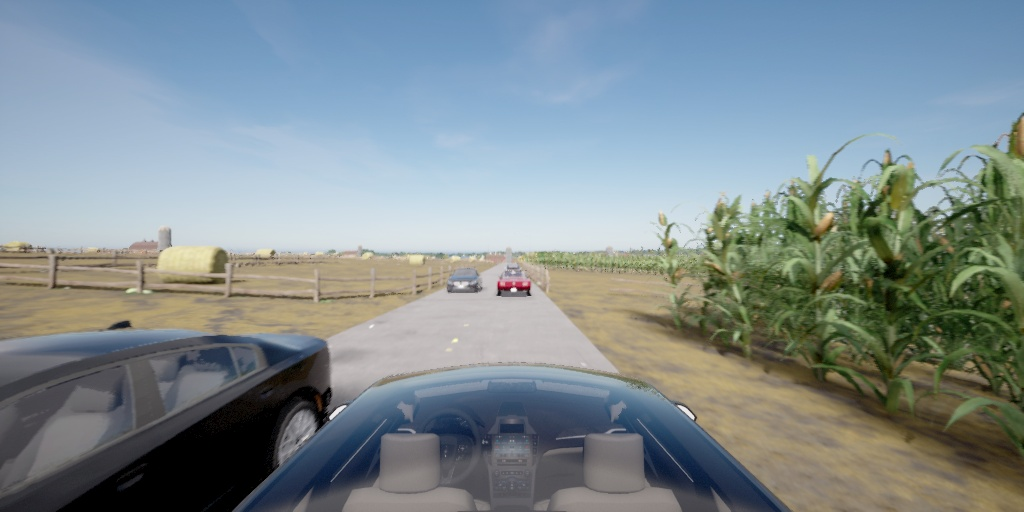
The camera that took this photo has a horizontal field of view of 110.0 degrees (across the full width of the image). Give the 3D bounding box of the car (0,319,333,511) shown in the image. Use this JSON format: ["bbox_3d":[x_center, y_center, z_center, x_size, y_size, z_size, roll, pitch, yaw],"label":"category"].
[{"bbox_3d":[-2.843,1.229,1.778,1.882,1.535,5.008,0,-1,0],"label":"car"}]

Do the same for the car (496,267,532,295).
[{"bbox_3d":[0.100,1.532,21.107,1.895,1.301,4.718,0,-1,0],"label":"car"}]

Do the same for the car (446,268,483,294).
[{"bbox_3d":[-2.842,1.469,22.293,1.812,1.442,4.674,0,-1,0],"label":"car"}]

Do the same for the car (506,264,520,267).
[{"bbox_3d":[0.112,1.611,39.014,2.128,1.511,4.902,0,-1,0],"label":"car"}]
